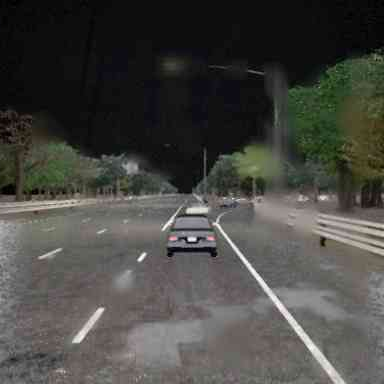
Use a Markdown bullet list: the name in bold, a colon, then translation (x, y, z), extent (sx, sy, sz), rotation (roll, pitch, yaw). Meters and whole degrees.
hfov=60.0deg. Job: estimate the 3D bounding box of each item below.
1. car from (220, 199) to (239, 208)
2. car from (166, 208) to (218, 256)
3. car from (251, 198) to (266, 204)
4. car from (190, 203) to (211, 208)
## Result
- **car**: translation (5.624, 1.681, 49.889), extent (2.033, 1.411, 5.357), rotation (0, 0, 21)
- **car**: translation (0.002, 1.584, 13.263), extent (2.033, 1.411, 5.357), rotation (0, 0, 0)
- **car**: translation (13.308, 1.761, 65.293), extent (1.895, 1.301, 4.718), rotation (0, 0, 32)
- **car**: translation (0.771, 1.684, 30.692), extent (1.895, 1.301, 4.718), rotation (0, 0, 8)
